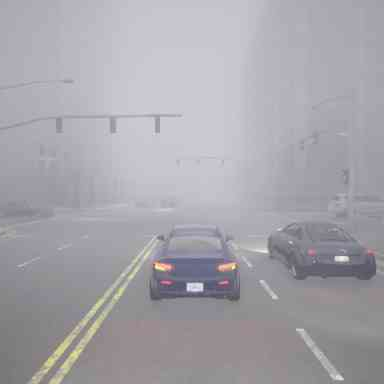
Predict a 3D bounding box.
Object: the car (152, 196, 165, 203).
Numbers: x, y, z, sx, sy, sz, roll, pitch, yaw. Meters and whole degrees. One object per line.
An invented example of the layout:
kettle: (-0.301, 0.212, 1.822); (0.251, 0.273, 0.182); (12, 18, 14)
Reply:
car: (-6.875, 1.547, 68.588); (2.033, 1.411, 5.357); (0, 0, 0)

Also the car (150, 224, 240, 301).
car: (0.075, 1.526, 8.213); (1.812, 1.442, 4.674); (0, 0, 1)

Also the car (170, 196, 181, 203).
car: (-3.370, 1.564, 69.208); (1.994, 1.385, 4.181); (0, 0, 0)

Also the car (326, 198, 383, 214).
car: (16.770, 1.422, 34.460); (5.008, 1.535, 1.882); (0, 0, 0)

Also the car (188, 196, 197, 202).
car: (0.143, 1.553, 74.285); (1.994, 1.385, 4.181); (0, 0, 0)

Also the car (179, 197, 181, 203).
car: (-3.464, 1.477, 59.205); (1.882, 1.535, 5.008); (0, 0, 0)

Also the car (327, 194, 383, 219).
car: (14.037, 1.165, 27.247); (5.566, 2.045, 2.150); (0, 0, 0)

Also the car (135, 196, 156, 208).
car: (-7.007, 1.547, 48.407); (2.033, 1.411, 5.357); (0, 0, 0)

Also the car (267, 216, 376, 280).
car: (3.590, 1.564, 9.950); (1.994, 1.385, 4.181); (0, 0, 0)

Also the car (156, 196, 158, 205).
car: (-6.972, 1.505, 58.140); (1.837, 1.490, 4.892); (0, 0, 0)

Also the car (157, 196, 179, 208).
car: (-3.502, 1.491, 49.614); (2.128, 1.511, 4.902); (0, 0, 0)

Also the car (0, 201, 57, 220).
car: (-13.559, 1.442, 26.952); (4.902, 1.511, 2.128); (0, 0, -1)
